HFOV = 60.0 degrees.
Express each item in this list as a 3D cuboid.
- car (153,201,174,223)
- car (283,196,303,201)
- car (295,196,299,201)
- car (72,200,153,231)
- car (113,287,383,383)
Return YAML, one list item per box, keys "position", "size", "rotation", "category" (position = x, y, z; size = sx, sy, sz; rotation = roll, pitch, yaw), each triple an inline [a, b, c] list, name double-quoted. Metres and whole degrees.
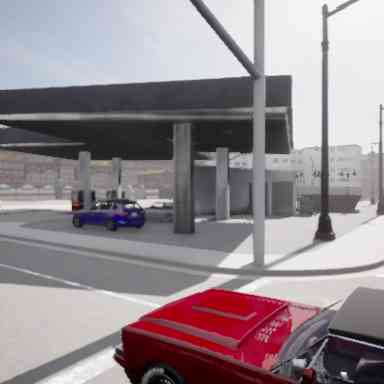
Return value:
- position: [-2.183, 1.431, 24.411]
  size: [3.806, 1.475, 1.970]
  rotation: [0, 0, 36]
  category: "car"
- position: [24.975, 1.550, 82.263]
  size: [4.718, 1.301, 1.895]
  rotation: [0, 0, 24]
  category: "car"
- position: [22.992, 1.480, 79.325]
  size: [4.902, 1.511, 2.128]
  rotation: [0, 0, 24]
  category: "car"
- position: [-4.898, 1.271, 19.292]
  size: [4.611, 1.667, 2.242]
  rotation: [0, 0, 36]
  category: "car"
- position: [1.509, 1.600, 2.916]
  size: [4.718, 1.301, 1.895]
  rotation: [0, 0, 36]
  category: "car"
